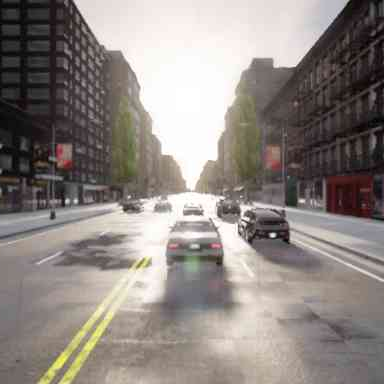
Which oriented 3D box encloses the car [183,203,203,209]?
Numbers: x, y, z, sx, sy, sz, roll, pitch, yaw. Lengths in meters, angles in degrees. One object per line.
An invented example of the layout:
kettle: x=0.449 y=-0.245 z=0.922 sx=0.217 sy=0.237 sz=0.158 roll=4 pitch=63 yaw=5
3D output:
car: x=0.091 y=1.640 z=30.278 sx=1.895 sy=1.301 sz=4.718 roll=0 pitch=0 yaw=0

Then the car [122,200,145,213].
car: x=-6.599 y=1.595 z=38.134 sx=2.033 sy=1.411 sz=5.357 roll=0 pitch=0 yaw=0

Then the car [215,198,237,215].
car: x=3.342 y=1.393 z=31.670 sx=2.097 sy=1.767 sz=4.553 roll=0 pitch=0 yaw=0

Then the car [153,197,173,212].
car: x=-3.345 y=1.612 z=39.053 sx=1.994 sy=1.385 sz=4.181 roll=0 pitch=0 yaw=0

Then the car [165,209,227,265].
car: x=0.083 y=1.565 z=11.775 sx=2.033 sy=1.411 sz=5.357 roll=0 pitch=0 yaw=0

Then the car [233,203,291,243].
car: x=3.344 y=1.528 z=16.157 sx=1.837 sy=1.490 sz=4.892 roll=0 pitch=0 yaw=0

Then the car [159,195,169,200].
car: x=-6.501 y=1.291 z=78.566 sx=1.895 sy=1.301 sz=4.718 roll=0 pitch=0 yaw=0
